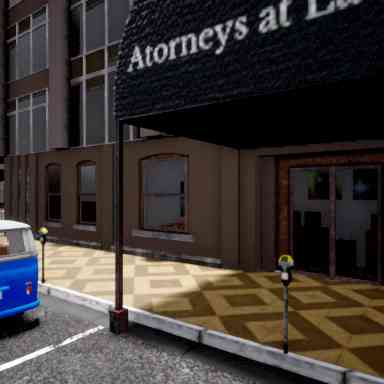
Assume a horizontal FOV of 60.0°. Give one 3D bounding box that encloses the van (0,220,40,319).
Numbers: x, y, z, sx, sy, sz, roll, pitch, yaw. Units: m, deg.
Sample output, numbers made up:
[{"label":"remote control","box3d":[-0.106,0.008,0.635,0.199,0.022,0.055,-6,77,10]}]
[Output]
[{"label":"van","box3d":[-4.484,1.341,6.066,3.998,1.788,1.690,0,0,35]}]
